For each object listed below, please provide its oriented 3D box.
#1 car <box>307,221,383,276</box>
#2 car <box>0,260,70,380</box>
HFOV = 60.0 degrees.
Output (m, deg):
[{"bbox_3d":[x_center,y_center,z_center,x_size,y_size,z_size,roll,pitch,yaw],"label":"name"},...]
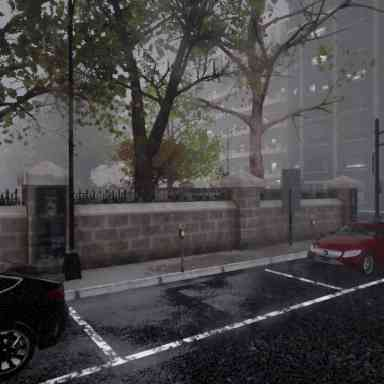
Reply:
[{"bbox_3d":[5.356,1.581,10.269,4.206,1.307,1.802,0,0,-35],"label":"car"},{"bbox_3d":[-3.723,1.566,3.936,4.313,1.339,1.947,0,0,-35],"label":"car"}]
